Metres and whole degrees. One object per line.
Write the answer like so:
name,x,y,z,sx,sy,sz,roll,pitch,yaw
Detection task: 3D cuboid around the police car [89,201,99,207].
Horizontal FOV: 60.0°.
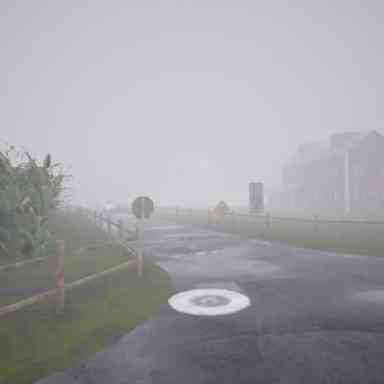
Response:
police car,-25.153,3.175,87.171,1.930,1.638,5.238,-1,-1,-22

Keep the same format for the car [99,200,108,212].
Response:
car,-13.959,2.338,56.483,2.150,2.045,5.566,-1,-1,-22

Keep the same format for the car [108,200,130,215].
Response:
car,-10.159,2.265,46.958,2.097,1.767,4.553,-1,-1,-21

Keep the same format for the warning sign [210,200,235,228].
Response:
warning sign,2.035,1.460,22.548,1.300,1.860,1.060,-1,-1,-21
